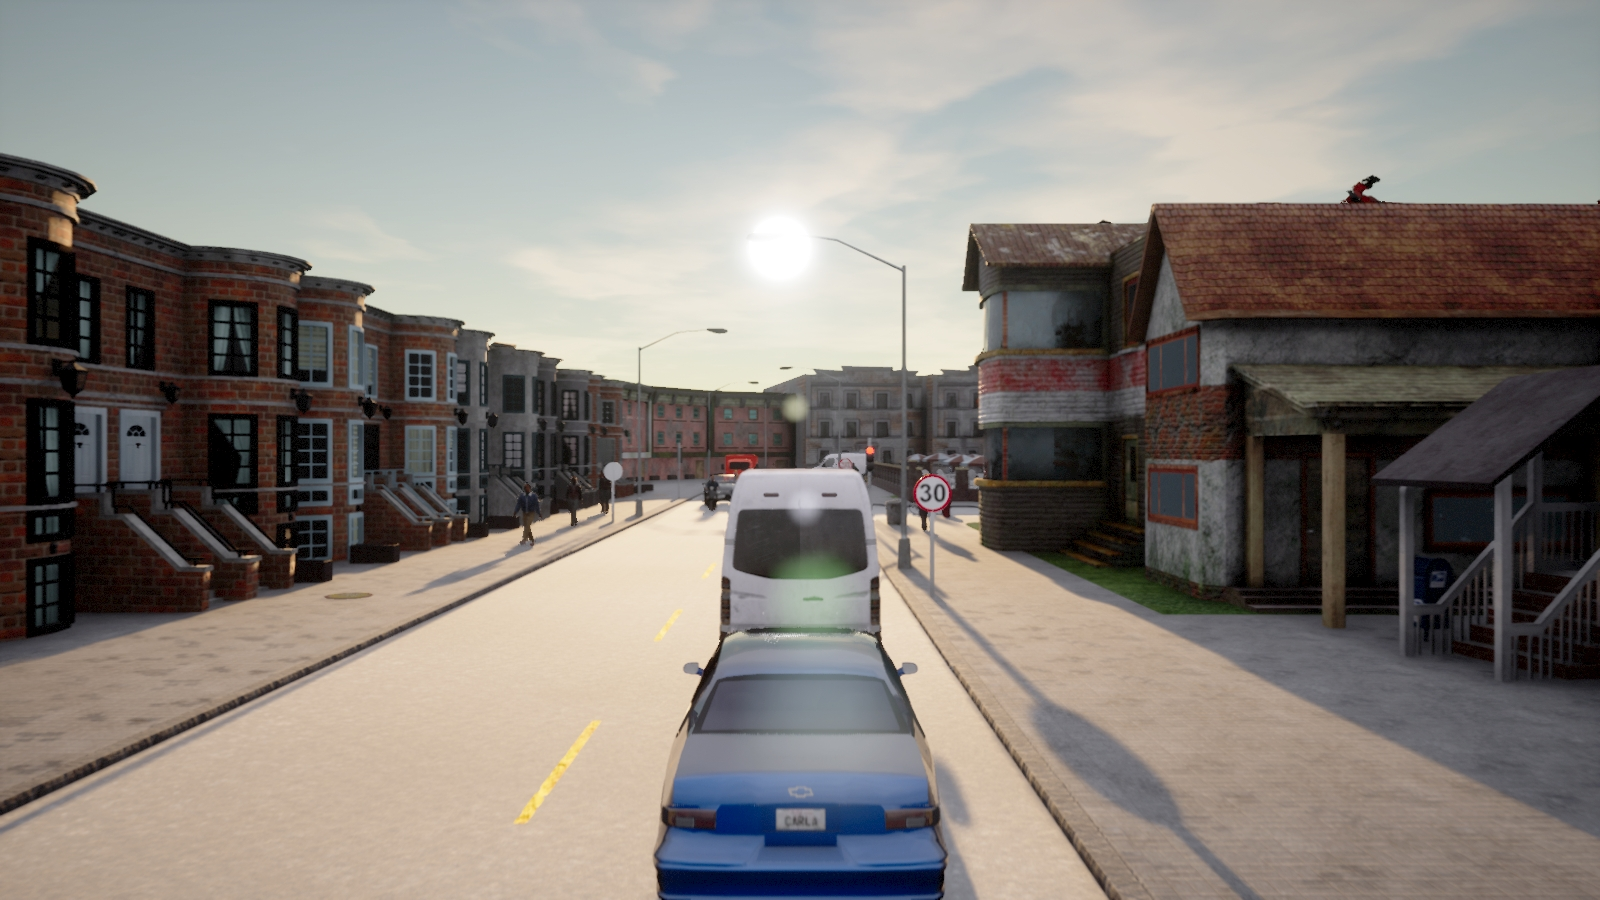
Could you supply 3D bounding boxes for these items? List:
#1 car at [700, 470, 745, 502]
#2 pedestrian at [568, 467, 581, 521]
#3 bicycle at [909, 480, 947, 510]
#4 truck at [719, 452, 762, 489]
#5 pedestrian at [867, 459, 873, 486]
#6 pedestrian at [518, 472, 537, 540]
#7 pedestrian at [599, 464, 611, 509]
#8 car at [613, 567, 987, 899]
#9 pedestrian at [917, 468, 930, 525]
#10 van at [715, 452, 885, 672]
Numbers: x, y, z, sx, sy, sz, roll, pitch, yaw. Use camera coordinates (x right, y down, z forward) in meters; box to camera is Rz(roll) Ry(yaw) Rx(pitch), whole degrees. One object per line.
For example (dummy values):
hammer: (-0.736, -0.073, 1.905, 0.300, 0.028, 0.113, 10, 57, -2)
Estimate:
car: (-3.967, 1.827, 59.268, 2.128, 1.511, 4.902, 0, 0, -1)
pedestrian: (-7.875, 1.524, 39.927, 0.375, 1.860, 0.375, 0, 0, 0)
bicycle: (5.540, 1.936, 49.438, 1.643, 1.296, 0.373, 0, 0, 4)
truck: (-4.029, 1.349, 78.286, 2.627, 2.467, 5.204, 0, 0, 0)
pedestrian: (4.708, 1.525, 77.105, 0.375, 1.860, 0.375, 0, 0, -6)
pedestrian: (-7.447, 1.525, 31.250, 0.375, 1.860, 0.375, 0, 0, 11)
pedestrian: (-8.136, 1.527, 47.706, 0.375, 1.860, 0.375, 0, 0, 9)
car: (0.000, 1.886, 8.877, 2.033, 1.411, 5.357, 0, 0, 0)
pedestrian: (4.093, 1.524, 37.789, 0.375, 1.860, 0.375, 0, 0, 0)
van: (-0.002, 1.314, 16.329, 1.988, 2.561, 5.915, 0, 0, 0)
